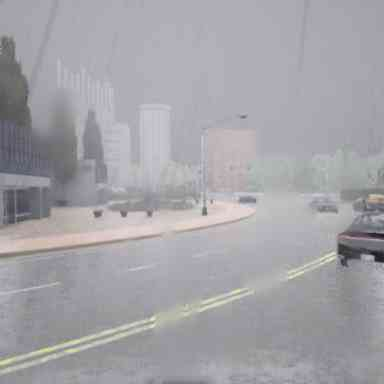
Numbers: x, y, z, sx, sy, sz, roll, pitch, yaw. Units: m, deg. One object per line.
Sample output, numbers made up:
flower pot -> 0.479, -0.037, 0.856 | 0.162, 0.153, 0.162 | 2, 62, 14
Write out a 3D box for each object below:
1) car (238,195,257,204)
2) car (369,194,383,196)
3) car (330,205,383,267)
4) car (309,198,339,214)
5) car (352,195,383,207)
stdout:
car -> 8.674, 1.144, 51.826 | 1.895, 1.301, 4.718 | -1, 0, -5
car -> 20.182, 1.000, 37.274 | 1.882, 1.535, 5.008 | -1, 0, 1
car -> 5.892, 1.359, 9.986 | 2.128, 1.511, 4.902 | 0, 1, 41
car -> 11.851, 1.227, 30.057 | 1.994, 1.385, 4.181 | -1, 0, 12
car -> 15.537, 1.229, 29.197 | 1.895, 1.301, 4.718 | 0, 0, 14
